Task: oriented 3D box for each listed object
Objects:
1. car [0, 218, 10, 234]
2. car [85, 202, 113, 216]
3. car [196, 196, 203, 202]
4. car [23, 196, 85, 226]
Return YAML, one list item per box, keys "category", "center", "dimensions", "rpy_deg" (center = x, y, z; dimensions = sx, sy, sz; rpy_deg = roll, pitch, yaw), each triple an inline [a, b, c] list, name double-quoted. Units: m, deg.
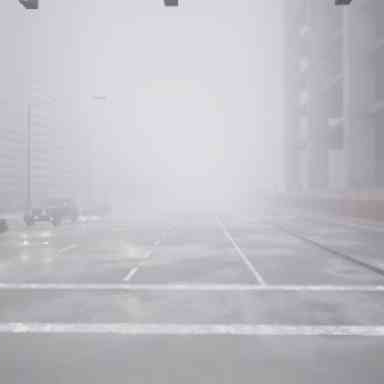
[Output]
- category: "car"
  center: [-10.406, 1.621, 14.690]
  dimensions: [2.033, 1.411, 5.357]
  rpy_deg: [0, 0, 4]
- category: "car"
  center: [-9.882, 1.725, 35.253]
  dimensions: [2.033, 1.411, 5.357]
  rpy_deg: [0, 0, 3]
- category: "car"
  center: [2.168, 2.003, 94.482]
  dimensions: [2.033, 1.411, 5.357]
  rpy_deg: [0, 0, 1]
- category: "car"
  center: [-10.189, 1.347, 24.679]
  dimensions: [2.150, 2.045, 5.566]
  rpy_deg: [0, 0, 2]
